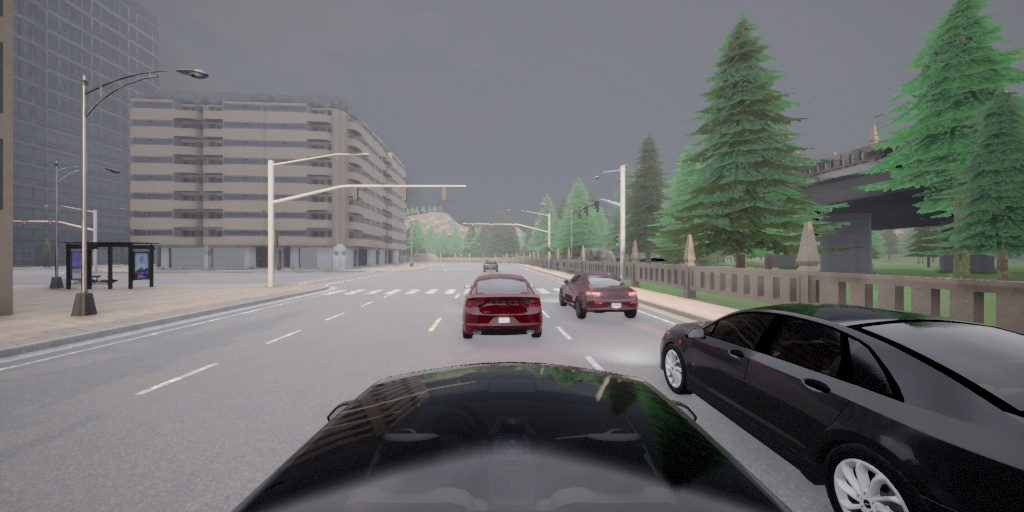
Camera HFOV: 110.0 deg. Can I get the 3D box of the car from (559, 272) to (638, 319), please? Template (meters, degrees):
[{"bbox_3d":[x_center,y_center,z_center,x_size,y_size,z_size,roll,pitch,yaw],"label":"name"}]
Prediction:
[{"bbox_3d":[2.920,1.276,12.753,1.812,1.442,4.674,0,0,-3],"label":"car"}]

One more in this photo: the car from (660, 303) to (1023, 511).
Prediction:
[{"bbox_3d":[3.257,1.255,3.763,1.837,1.490,4.892,0,0,0],"label":"car"}]

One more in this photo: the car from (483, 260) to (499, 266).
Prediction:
[{"bbox_3d":[-2.720,1.242,45.920,2.128,1.511,4.902,0,0,-4],"label":"car"}]

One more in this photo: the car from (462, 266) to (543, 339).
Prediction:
[{"bbox_3d":[-0.342,1.228,10.178,1.882,1.535,5.008,0,0,-4],"label":"car"}]
